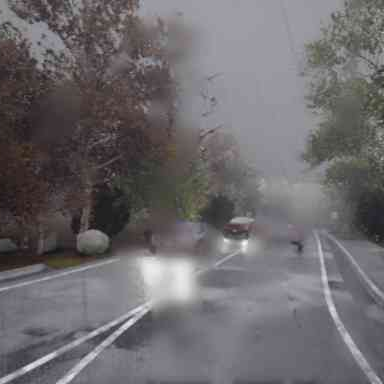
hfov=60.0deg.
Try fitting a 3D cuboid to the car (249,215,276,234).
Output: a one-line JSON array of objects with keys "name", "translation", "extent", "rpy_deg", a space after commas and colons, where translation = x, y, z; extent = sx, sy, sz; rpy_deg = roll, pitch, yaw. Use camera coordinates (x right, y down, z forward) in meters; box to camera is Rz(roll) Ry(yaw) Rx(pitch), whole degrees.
[{"name": "car", "translation": [7.540, 3.438, 35.258], "extent": [2.097, 1.767, 4.553], "rpy_deg": [1, -5, 21]}]

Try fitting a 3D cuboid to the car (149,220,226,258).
[{"name": "car", "translation": [-0.163, 1.929, 14.398], "extent": [1.994, 1.385, 4.181], "rpy_deg": [1, -3, 21]}]

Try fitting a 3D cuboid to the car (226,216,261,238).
[{"name": "car", "translation": [3.764, 2.579, 24.999], "extent": [1.882, 1.535, 5.008], "rpy_deg": [1, -5, 20]}]

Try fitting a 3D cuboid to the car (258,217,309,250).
[{"name": "car", "translation": [5.123, 2.245, 17.992], "extent": [2.033, 1.411, 5.357], "rpy_deg": [1, -3, 20]}]

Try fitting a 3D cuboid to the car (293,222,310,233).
[{"name": "car", "translation": [14.457, 4.697, 43.816], "extent": [1.895, 1.301, 4.718], "rpy_deg": [1, -5, 20]}]
